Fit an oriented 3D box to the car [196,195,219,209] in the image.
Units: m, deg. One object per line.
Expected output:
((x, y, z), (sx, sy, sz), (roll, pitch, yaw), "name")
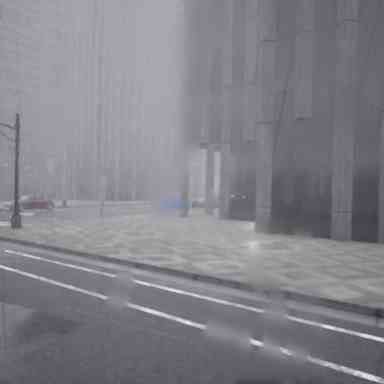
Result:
((1.457, 1.315, 39.086), (1.802, 1.307, 4.206), (2, 1, 36), "car")

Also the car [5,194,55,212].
((-15.027, 0.956, 30.879), (1.967, 1.590, 4.097), (2, 1, 36), "car")

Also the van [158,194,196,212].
((-1.734, 1.080, 34.678), (1.690, 1.788, 3.998), (2, 1, 36), "van")
